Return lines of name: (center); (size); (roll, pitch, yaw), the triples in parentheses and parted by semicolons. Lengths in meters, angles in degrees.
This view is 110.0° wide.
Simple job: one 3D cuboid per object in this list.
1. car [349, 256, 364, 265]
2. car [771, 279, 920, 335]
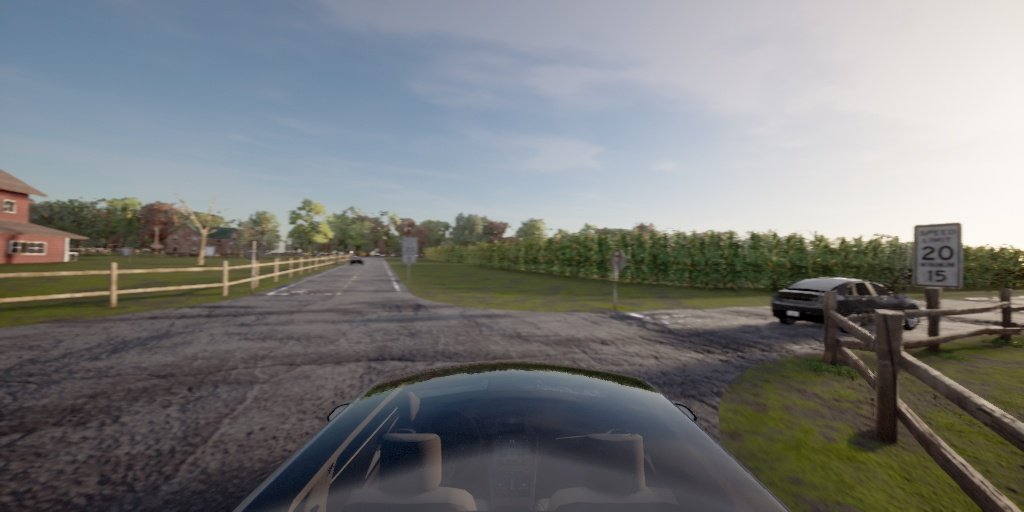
car: (-23.261, 0.710, 53.865); (1.895, 1.301, 4.718); (2, 0, -20)
car: (10.285, 1.447, 11.061); (4.892, 1.490, 1.837); (1, -1, -20)
